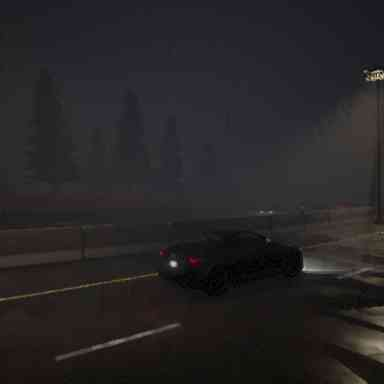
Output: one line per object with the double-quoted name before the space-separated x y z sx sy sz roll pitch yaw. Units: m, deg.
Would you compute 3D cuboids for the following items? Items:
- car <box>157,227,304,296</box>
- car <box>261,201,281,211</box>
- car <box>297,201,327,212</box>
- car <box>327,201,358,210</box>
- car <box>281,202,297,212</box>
"car" 1.149 1.664 9.020 4.181 1.385 1.994 0 -1 -38
"car" 11.768 2.007 48.281 1.812 1.442 4.674 -1 -1 40
"car" 15.518 1.890 41.929 1.837 1.490 4.892 -1 -1 41
"car" 18.219 1.820 39.699 1.882 1.535 5.008 -1 -1 41
"car" 14.644 2.041 46.252 1.895 1.301 4.718 -1 -1 40
